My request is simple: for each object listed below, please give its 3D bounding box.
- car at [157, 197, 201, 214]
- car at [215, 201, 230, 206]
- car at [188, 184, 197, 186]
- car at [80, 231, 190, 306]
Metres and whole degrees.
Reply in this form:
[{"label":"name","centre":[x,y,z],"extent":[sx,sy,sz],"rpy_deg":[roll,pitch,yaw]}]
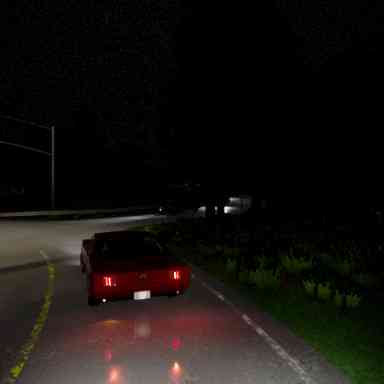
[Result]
[{"label":"car","centre":[-1.209,1.256,31.917],"extent":[2.128,1.511,4.902],"rpy_deg":[0,2,42]},{"label":"car","centre":[3.447,0.737,39.966],"extent":[1.837,1.490,4.892],"rpy_deg":[0,4,13]},{"label":"car","centre":[0.065,-1.820,70.112],"extent":[2.128,1.511,4.902],"rpy_deg":[0,5,-1]},{"label":"car","centre":[-1.688,1.601,8.167],"extent":[1.895,1.301,4.718],"rpy_deg":[0,0,-21]}]
